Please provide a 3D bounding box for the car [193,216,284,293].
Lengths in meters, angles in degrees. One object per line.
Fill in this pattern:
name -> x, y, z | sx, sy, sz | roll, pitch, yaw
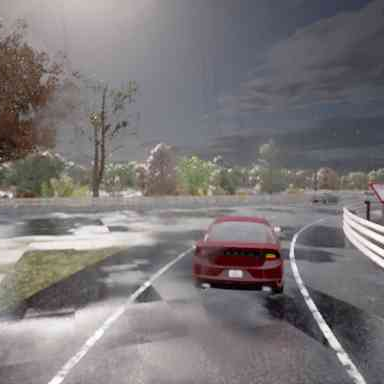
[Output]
car -> 1.289, 1.357, 8.695 | 1.882, 1.535, 5.008 | 0, 1, 11

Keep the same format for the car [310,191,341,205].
car -> 18.014, 0.884, 44.845 | 5.357, 1.411, 2.033 | -1, 1, -40
